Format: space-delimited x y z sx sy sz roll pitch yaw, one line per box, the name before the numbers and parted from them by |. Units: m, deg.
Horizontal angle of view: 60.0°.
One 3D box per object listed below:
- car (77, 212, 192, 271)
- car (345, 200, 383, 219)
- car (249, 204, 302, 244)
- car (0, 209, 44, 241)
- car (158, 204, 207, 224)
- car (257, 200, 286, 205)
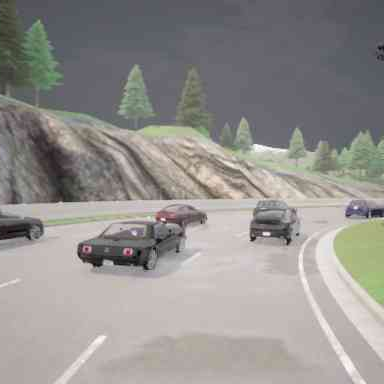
car | -1.636 1.585 10.945 1.895 1.301 4.718 1 0 15
car | 16.431 1.505 31.405 4.553 1.767 2.097 1 0 -39
car | 4.175 1.543 16.394 1.837 1.490 4.892 0 0 24
car | -8.243 1.413 13.658 2.128 1.511 4.902 0 0 16
car | -0.674 1.518 22.103 1.812 1.442 4.674 0 0 28
car | 6.714 1.413 26.810 2.097 1.767 4.553 1 0 38
